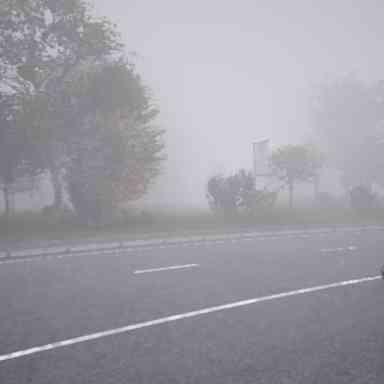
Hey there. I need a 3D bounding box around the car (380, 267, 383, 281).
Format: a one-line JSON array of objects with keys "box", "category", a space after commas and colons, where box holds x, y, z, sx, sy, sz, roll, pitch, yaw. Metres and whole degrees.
[{"box": [6.814, 1.538, 7.533, 5.357, 1.411, 2.033, 0, 0, -22], "category": "car"}]
